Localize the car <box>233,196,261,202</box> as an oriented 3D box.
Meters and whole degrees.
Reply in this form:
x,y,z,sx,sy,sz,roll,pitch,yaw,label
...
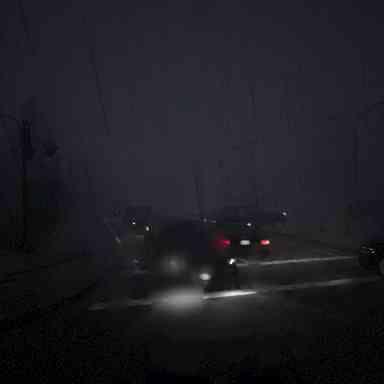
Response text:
x,y,z,sx,sy,sz,roll,pitch,yaw,label
7.266,1.287,46.207,2.007,1.523,4.514,0,0,-17,car

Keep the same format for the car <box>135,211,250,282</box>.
x,y,z,sx,sy,sz,roll,pitch,yaw,label
-0.368,1.543,10.140,2.033,1.411,5.357,0,0,-15,car

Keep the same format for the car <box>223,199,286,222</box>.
x,y,z,sx,sy,sz,roll,pitch,yaw,label
2.928,1.467,19.367,5.357,1.411,2.033,-4,2,-28,car

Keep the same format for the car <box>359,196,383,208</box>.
x,y,z,sx,sy,sz,roll,pitch,yaw,label
23.819,1.273,43.279,1.845,1.501,3.633,0,0,-17,car

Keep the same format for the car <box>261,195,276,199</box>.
x,y,z,sx,sy,sz,roll,pitch,yaw,label
10.252,1.277,47.171,2.152,1.636,5.027,0,0,-17,car

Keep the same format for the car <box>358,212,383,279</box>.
x,y,z,sx,sy,sz,roll,pitch,yaw,label
6.785,1.475,7.997,5.008,1.535,1.882,0,0,36,car

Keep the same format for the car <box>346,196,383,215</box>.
x,y,z,sx,sy,sz,roll,pitch,yaw,label
15.546,1.355,29.271,1.970,1.475,3.806,0,0,-17,car

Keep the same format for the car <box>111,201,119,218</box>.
x,y,z,sx,sy,sz,roll,pitch,yaw,label
-6.313,1.516,30.111,2.033,1.411,5.357,0,0,-17,car

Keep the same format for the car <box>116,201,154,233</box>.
x,y,z,sx,sy,sz,roll,pitch,yaw,label
-3.127,1.529,19.967,2.033,1.411,5.357,0,0,-17,car

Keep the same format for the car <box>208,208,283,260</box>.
x,y,z,sx,sy,sz,roll,pitch,yaw,label
1.414,1.540,12.343,2.033,1.411,5.357,0,0,-4,car
